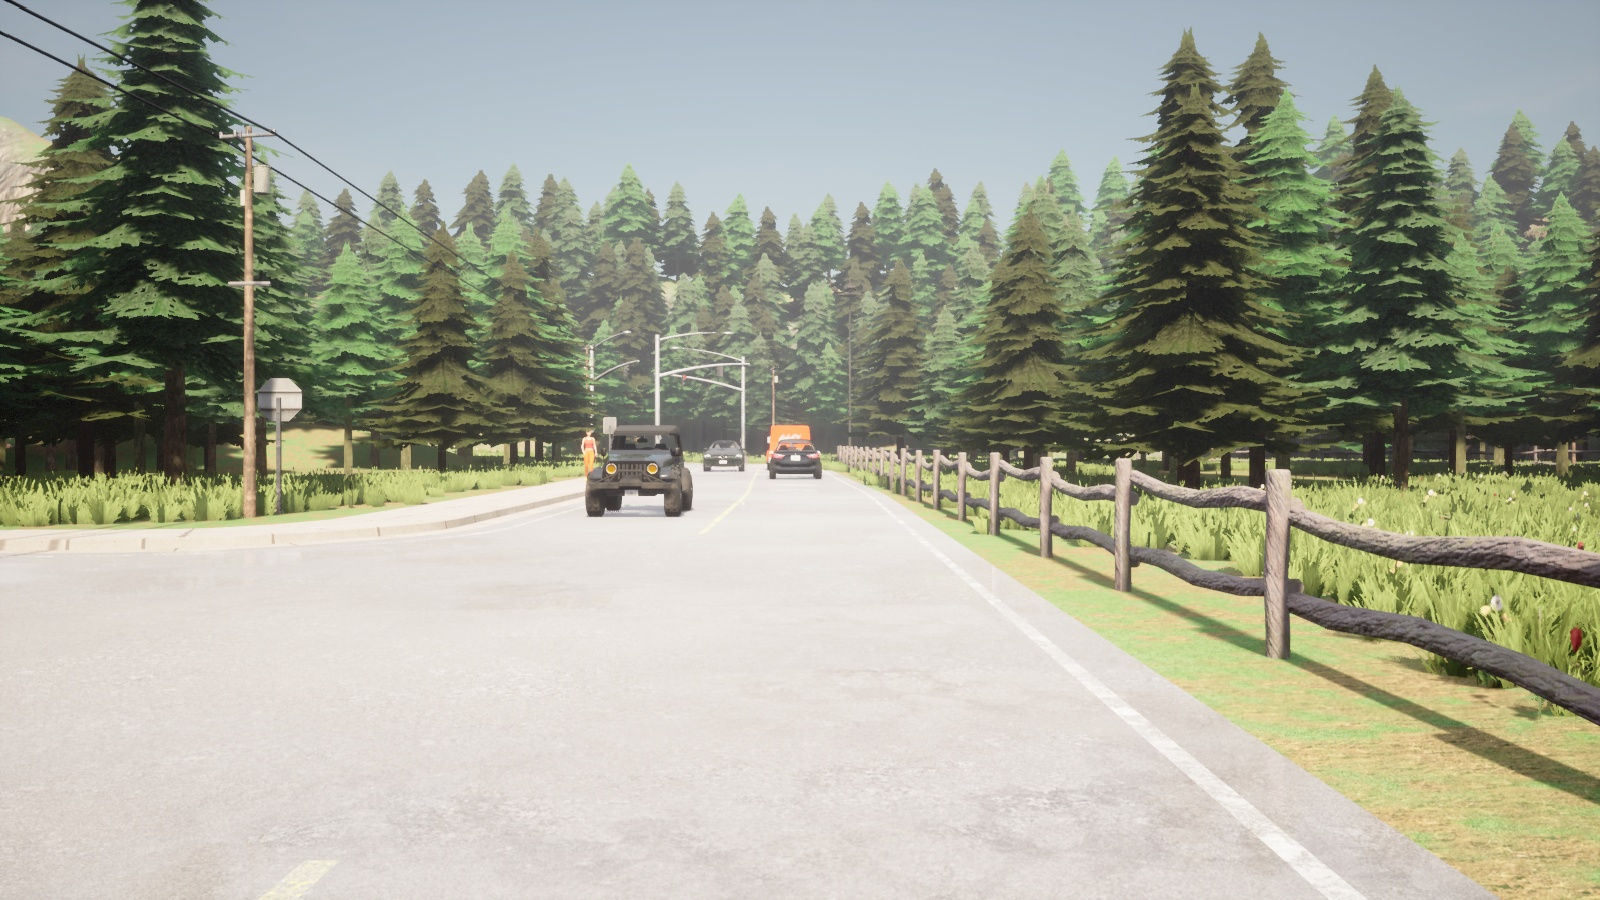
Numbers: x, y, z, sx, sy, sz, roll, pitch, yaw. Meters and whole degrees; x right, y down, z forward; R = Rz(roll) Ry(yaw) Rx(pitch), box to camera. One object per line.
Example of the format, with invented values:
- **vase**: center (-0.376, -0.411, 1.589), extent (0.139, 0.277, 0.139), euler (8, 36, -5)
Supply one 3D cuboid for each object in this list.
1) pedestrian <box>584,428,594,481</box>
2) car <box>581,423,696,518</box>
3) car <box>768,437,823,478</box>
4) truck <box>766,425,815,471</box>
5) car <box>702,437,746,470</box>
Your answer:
- **pedestrian**: center (-7.366, 0.144, 43.850), extent (0.345, 1.836, 0.594), euler (0, 0, -10)
- **car**: center (-3.336, 0.389, 26.623), extent (1.905, 1.878, 3.866), euler (0, 0, 0)
- **car**: center (-0.211, 0.298, 53.348), extent (2.242, 1.667, 4.611), euler (0, 0, -1)
- **truck**: center (-0.592, -0.129, 70.272), extent (2.627, 2.467, 5.204), euler (0, 0, -2)
- **car**: center (-3.984, 0.156, 66.311), extent (2.152, 1.651, 5.027), euler (0, 0, -2)
